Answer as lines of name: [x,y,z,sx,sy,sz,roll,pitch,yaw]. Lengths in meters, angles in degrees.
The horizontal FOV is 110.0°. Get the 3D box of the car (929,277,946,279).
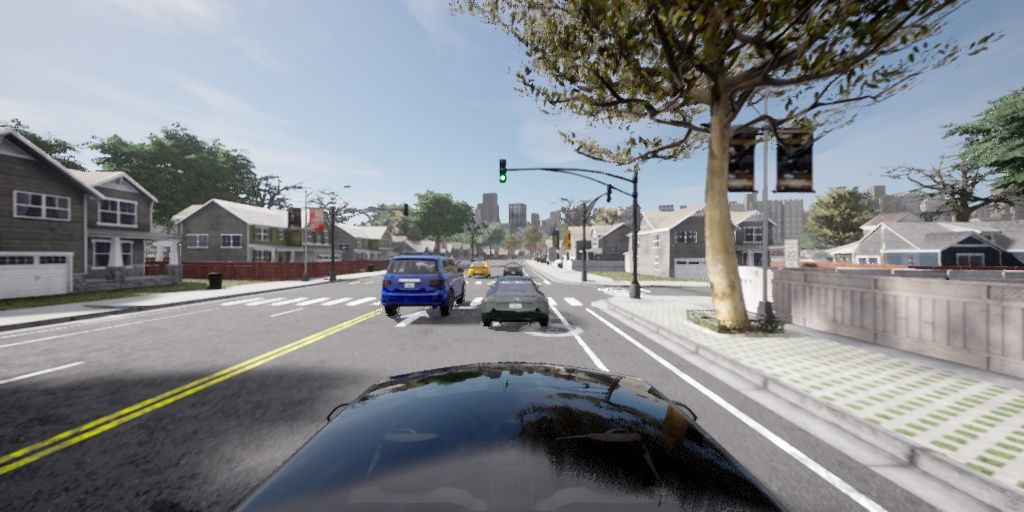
car: [26.905,1.739,23.803,5.357,1.411,2.033,1,0,-1]

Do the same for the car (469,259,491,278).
car: [-3.147,1.316,35.964,1.882,1.535,5.008,0,0,0]

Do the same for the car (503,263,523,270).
car: [0.102,1.362,34.966,1.812,1.442,4.674,0,0,0]

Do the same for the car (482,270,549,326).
car: [0.098,1.344,11.815,1.994,1.385,4.181,0,0,0]

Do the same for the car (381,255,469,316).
car: [-3.148,1.006,13.714,2.150,2.045,5.566,0,0,0]

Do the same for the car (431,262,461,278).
car: [-6.595,1.386,36.552,2.033,1.411,5.357,0,0,0]
